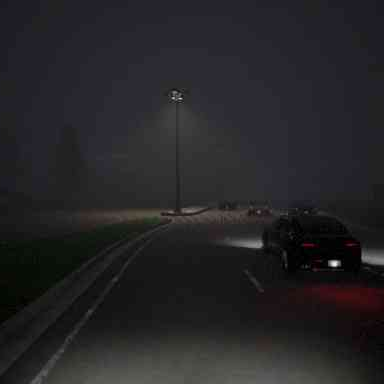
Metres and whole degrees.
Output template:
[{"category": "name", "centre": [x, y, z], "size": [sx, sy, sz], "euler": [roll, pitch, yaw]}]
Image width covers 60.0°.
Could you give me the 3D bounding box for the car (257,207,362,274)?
[{"category": "car", "centre": [3.473, 1.455, 10.404], "size": [1.837, 1.490, 4.892], "euler": [0, 0, 1]}]

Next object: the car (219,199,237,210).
[{"category": "car", "centre": [4.400, 1.448, 39.882], "size": [1.895, 1.301, 4.718], "euler": [0, 0, 11]}]

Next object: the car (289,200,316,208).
[{"category": "car", "centre": [9.140, 1.395, 27.560], "size": [1.812, 1.442, 4.674], "euler": [0, 0, 11]}]

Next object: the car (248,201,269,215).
[{"category": "car", "centre": [6.301, 1.468, 31.418], "size": [1.895, 1.301, 4.718], "euler": [0, 0, 11]}]
